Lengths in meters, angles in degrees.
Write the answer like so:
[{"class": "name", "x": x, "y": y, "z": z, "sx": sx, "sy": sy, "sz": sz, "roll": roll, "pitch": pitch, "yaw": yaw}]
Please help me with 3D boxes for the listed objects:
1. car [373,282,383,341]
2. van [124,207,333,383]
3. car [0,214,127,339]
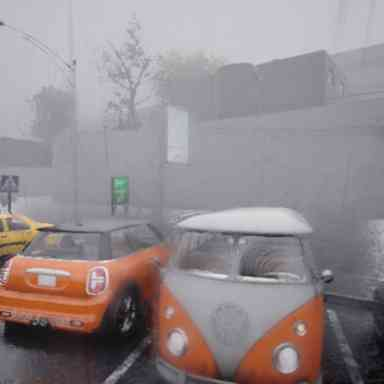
[{"class": "car", "x": 3.331, "y": 1.537, "z": 3.414, "sx": 2.002, "sy": 1.452, "sz": 4.674, "roll": 0, "pitch": 0, "yaw": 16}, {"class": "van", "x": 0.889, "y": 1.249, "z": 5.036, "sx": 1.878, "sy": 1.987, "sz": 4.442, "roll": 1, "pitch": 0, "yaw": 16}, {"class": "car", "x": -1.530, "y": 1.321, "z": 6.860, "sx": 2.185, "sy": 1.767, "sz": 4.553, "roll": 1, "pitch": 0, "yaw": 16}]
